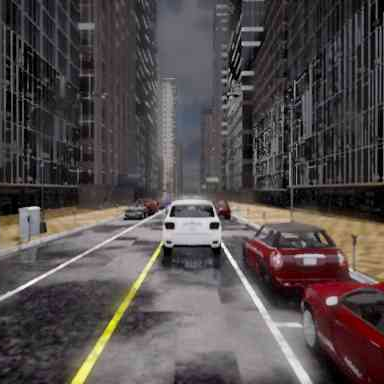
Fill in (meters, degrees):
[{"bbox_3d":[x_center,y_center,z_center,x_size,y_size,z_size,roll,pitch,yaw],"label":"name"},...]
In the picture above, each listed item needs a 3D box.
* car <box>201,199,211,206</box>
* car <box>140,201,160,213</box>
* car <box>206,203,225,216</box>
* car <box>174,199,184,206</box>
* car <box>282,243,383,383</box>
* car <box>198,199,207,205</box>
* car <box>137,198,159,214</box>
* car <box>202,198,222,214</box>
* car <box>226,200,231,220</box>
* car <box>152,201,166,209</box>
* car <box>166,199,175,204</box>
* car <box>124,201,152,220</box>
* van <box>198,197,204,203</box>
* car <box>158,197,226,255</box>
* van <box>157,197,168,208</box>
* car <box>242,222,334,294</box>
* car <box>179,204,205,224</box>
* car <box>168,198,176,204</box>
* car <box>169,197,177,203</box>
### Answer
[{"bbox_3d":[2.777,2.160,68.862,1.837,1.490,4.892,0,-1,0],"label":"car"},{"bbox_3d":[-5.309,1.953,42.909,2.008,1.369,4.403,-1,-1,0],"label":"car"},{"bbox_3d":[2.537,1.930,37.286,1.802,1.307,4.206,-1,-1,0],"label":"car"},{"bbox_3d":[-2.722,2.200,70.983,1.812,1.442,4.674,0,-1,0],"label":"car"},{"bbox_3d":[2.523,1.577,3.395,1.887,1.381,4.507,-1,-1,0],"label":"car"},{"bbox_3d":[2.587,2.340,82.474,2.008,1.369,4.403,-1,-1,0],"label":"car"},{"bbox_3d":[-5.314,1.663,37.262,2.192,1.841,5.009,-1,-1,0],"label":"car"},{"bbox_3d":[2.535,1.717,42.937,2.192,1.841,5.009,-1,-1,0],"label":"car"},{"bbox_3d":[2.531,1.609,31.640,2.192,1.841,5.009,-1,-1,0],"label":"car"},{"bbox_3d":[-5.304,2.093,54.205,1.802,1.307,4.206,-1,-1,0],"label":"car"},{"bbox_3d":[-5.293,2.371,82.446,1.802,1.307,4.206,-1,-1,0],"label":"car"},{"bbox_3d":[-5.313,1.845,31.612,2.008,1.369,4.403,-1,-1,0],"label":"car"},{"bbox_3d":[2.588,2.243,93.773,1.690,1.788,3.998,-1,-1,0],"label":"van"},{"bbox_3d":[0.007,1.346,14.026,2.150,2.045,5.566,0,0,0],"label":"car"},{"bbox_3d":[-5.305,1.908,59.855,1.690,1.788,3.998,-1,-1,0],"label":"van"},{"bbox_3d":[2.524,1.524,9.045,1.967,1.590,4.097,-1,-1,0],"label":"car"},{"bbox_3d":[0.012,1.817,28.981,2.033,1.411,5.357,0,-1,0],"label":"car"},{"bbox_3d":[-5.294,2.390,88.096,1.887,1.381,4.507,-1,-1,0],"label":"car"},{"bbox_3d":[-5.291,2.342,93.744,1.967,1.590,4.097,-1,-1,0],"label":"car"}]
